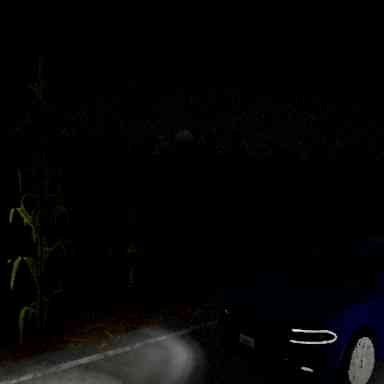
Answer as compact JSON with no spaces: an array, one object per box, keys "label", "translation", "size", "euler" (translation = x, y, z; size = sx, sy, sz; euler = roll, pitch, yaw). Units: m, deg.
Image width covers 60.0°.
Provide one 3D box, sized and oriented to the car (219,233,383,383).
[{"label":"car","translation":[2.688,1.495,5.417],"size":[5.008,1.535,1.882],"euler":[0,0,-35]}]
